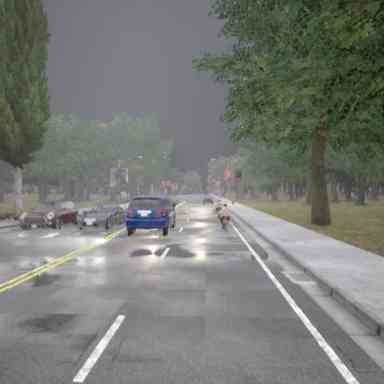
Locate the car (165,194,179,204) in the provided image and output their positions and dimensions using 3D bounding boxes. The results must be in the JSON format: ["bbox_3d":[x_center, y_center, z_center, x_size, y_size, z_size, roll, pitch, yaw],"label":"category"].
[{"bbox_3d":[-3.670,1.333,62.203,2.097,1.767,4.553,0,0,3],"label":"car"}]

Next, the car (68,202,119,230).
[{"bbox_3d":[-5.571,1.484,20.895,2.128,1.511,4.902,0,0,3],"label":"car"}]

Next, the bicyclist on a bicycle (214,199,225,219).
[{"bbox_3d":[2.260,1.427,27.804,0.866,1.612,1.509,0,0,2],"label":"bicyclist on a bicycle"}]

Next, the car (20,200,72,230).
[{"bbox_3d":[-8.819,1.344,21.011,2.097,1.767,4.553,0,0,3],"label":"car"}]

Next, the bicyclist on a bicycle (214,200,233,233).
[{"bbox_3d":[1.835,1.430,18.378,0.866,1.612,1.509,0,0,2],"label":"bicyclist on a bicycle"}]

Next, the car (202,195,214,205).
[{"bbox_3d":[2.907,1.486,60.173,1.837,1.490,4.892,0,0,3],"label":"car"}]

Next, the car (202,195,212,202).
[{"bbox_3d":[3.435,1.506,74.128,2.128,1.511,4.902,0,0,3],"label":"car"}]

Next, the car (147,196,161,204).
[{"bbox_3d":[-6.942,1.507,61.823,1.812,1.442,4.674,0,0,3],"label":"car"}]

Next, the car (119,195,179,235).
[{"bbox_3d":[-2.209,1.215,18.903,2.150,2.045,5.566,0,0,3],"label":"car"}]
